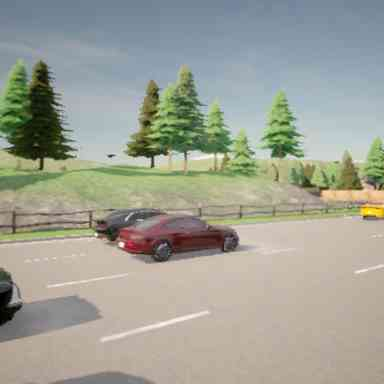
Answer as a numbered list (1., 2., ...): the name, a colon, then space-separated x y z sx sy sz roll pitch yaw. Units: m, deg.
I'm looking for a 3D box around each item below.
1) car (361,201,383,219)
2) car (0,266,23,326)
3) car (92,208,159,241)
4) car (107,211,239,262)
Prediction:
1. car: 16.351 1.492 28.344 5.008 1.535 1.882 0 0 -36
2. car: -4.976 1.600 4.496 4.718 1.301 1.895 0 0 -36
3. car: -2.016 1.510 15.206 4.892 1.490 1.837 0 0 -36
4. car: -0.401 1.529 12.058 4.674 1.442 1.812 0 0 -36
